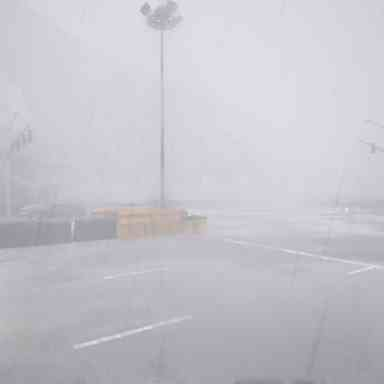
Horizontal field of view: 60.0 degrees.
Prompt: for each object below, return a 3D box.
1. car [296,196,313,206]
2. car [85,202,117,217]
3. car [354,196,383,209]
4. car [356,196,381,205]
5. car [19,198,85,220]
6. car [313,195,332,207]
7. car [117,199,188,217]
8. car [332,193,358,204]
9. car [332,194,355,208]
[{"bbox_3d":[18.126,1.319,51.378,4.902,1.511,2.128,0,0,-36],"label":"car"},{"bbox_3d":[-5.356,1.454,25.981,5.008,1.535,1.882,0,0,-36],"label":"car"},{"bbox_3d":[22.902,1.361,41.890,4.674,1.442,1.812,-1,0,-35],"label":"car"},{"bbox_3d":[29.130,1.343,54.899,4.181,1.385,1.994,0,0,-34],"label":"car"},{"bbox_3d":[-10.914,1.502,26.309,4.892,1.490,1.837,0,0,-36],"label":"car"},{"bbox_3d":[20.395,1.178,48.698,4.553,1.767,2.097,0,0,-35],"label":"car"},{"bbox_3d":[-2.598,1.324,23.651,4.553,1.767,2.097,0,0,-36],"label":"car"},{"bbox_3d":[26.268,1.137,57.165,4.553,1.767,2.097,0,0,-35],"label":"car"},{"bbox_3d":[21.943,1.376,45.512,5.357,1.411,2.033,0,0,-36],"label":"car"}]
